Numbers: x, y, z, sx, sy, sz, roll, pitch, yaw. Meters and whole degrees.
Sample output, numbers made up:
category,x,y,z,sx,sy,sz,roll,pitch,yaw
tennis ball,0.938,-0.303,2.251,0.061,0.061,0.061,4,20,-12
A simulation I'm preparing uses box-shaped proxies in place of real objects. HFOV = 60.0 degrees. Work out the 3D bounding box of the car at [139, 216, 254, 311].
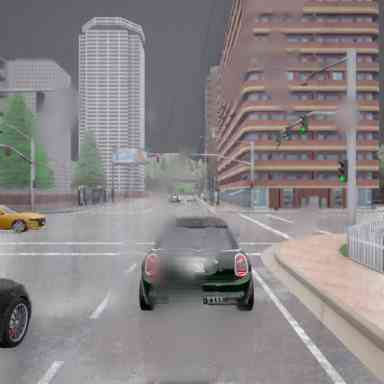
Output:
category,x,y,z,sx,sy,sz,roll,pitch,yaw
car,0.098,1.352,7.936,2.097,1.767,4.553,0,0,1

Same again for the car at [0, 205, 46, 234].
category,x,y,z,sx,sy,sz,roll,pitch,yaw
car,-10.828,1.458,18.640,5.008,1.535,1.882,0,0,-1

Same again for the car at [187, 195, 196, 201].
category,x,y,z,sx,sy,sz,roll,pitch,yaw
car,-0.161,1.506,85.343,2.128,1.511,4.902,0,0,0

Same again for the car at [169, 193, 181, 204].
category,x,y,z,sx,sy,sz,roll,pitch,yaw
car,-3.525,1.491,66.085,2.128,1.511,4.902,0,0,0

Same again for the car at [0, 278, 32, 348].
category,x,y,z,sx,sy,sz,roll,pitch,yaw
car,-3.431,1.526,3.317,1.812,1.442,4.674,0,0,0

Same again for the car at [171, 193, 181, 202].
category,x,y,z,sx,sy,sz,roll,pitch,yaw
car,-3.643,1.219,76.086,2.150,2.045,5.566,0,0,0

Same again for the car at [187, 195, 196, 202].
category,x,y,z,sx,sy,sz,roll,pitch,yaw
car,-0.144,1.518,76.344,1.812,1.442,4.674,0,0,0
